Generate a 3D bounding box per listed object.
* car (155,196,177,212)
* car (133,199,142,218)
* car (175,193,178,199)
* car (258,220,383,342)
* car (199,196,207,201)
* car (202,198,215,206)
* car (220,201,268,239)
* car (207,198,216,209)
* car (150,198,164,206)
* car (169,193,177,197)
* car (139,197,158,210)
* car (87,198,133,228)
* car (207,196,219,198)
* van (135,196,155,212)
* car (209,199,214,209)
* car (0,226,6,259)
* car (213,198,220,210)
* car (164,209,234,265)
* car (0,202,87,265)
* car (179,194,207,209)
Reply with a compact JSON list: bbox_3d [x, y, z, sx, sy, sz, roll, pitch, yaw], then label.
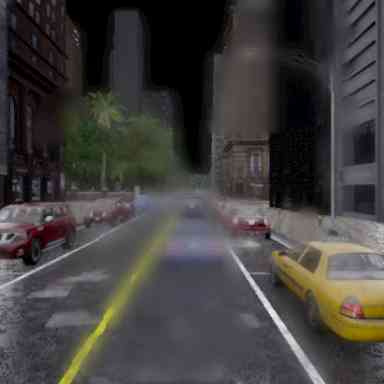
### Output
[{"bbox_3d":[-3.098,1.568,39.349,1.812,1.442,4.674,0,0,0],"label":"car"},{"bbox_3d":[-5.767,1.573,28.192,1.887,1.381,4.507,0,0,0],"label":"car"},{"bbox_3d":[-5.770,1.525,92.602,1.967,1.590,4.097,0,0,0],"label":"car"},{"bbox_3d":[2.759,1.531,6.649,1.752,1.417,4.829,0,0,0],"label":"car"},{"bbox_3d":[2.756,1.648,87.162,1.947,1.339,4.313,0,0,0],"label":"car"},{"bbox_3d":[2.757,1.625,55.305,1.947,1.339,4.313,0,0,0],"label":"car"},{"bbox_3d":[2.758,1.456,17.329,1.967,1.590,4.097,0,0,0],"label":"car"},{"bbox_3d":[2.758,1.586,33.604,2.008,1.369,4.403,0,0,0],"label":"car"},{"bbox_3d":[-5.768,1.641,55.323,1.802,1.307,4.206,0,0,0],"label":"car"},{"bbox_3d":[-5.769,1.633,87.182,2.008,1.369,4.403,0,0,0],"label":"car"},{"bbox_3d":[-5.769,1.488,44.470,1.967,1.590,4.097,0,0,0],"label":"car"},{"bbox_3d":[-5.768,1.336,22.766,2.192,1.841,5.009,0,0,0],"label":"car"},{"bbox_3d":[2.757,1.568,39.199,1.752,1.417,4.829,0,0,0],"label":"car"},{"bbox_3d":[-5.769,1.383,39.044,1.690,1.788,3.998,0,0,0],"label":"van"},{"bbox_3d":[2.757,1.573,28.180,1.887,1.381,4.507,0,0,0],"label":"car"},{"bbox_3d":[-5.766,1.587,6.488,1.802,1.307,4.206,0,0,0],"label":"car"},{"bbox_3d":[2.757,1.462,22.755,1.967,1.590,4.097,0,0,0],"label":"car"},{"bbox_3d":[0.066,1.557,11.619,2.033,1.411,5.357,0,0,0],"label":"car"},{"bbox_3d":[-5.767,1.325,11.914,2.192,1.841,5.009,0,0,0],"label":"car"},{"bbox_3d":[0.084,1.384,31.210,2.097,1.767,4.553,0,0,0],"label":"car"}]
